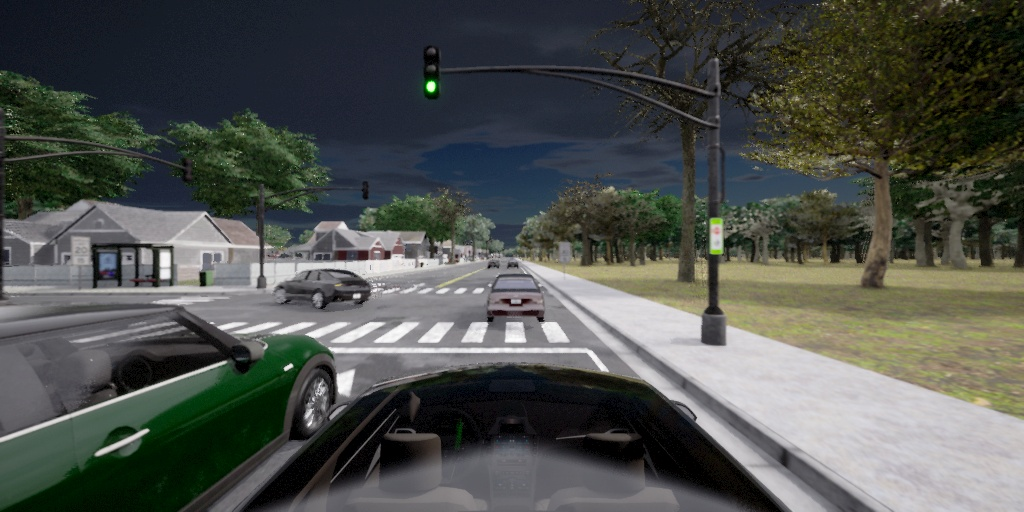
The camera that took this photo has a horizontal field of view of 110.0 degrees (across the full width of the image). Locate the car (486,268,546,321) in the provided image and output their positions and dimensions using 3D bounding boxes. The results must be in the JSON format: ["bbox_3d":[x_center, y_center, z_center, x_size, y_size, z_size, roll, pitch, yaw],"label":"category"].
[{"bbox_3d":[0.112,1.322,12.553,2.033,1.411,5.357,0,0,0],"label":"car"}]

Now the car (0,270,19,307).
[{"bbox_3d":[-22.930,1.315,13.990,4.892,1.490,1.837,0,0,0],"label":"car"}]

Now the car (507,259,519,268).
[{"bbox_3d":[0.165,1.337,59.455,1.882,1.535,5.008,0,0,0],"label":"car"}]

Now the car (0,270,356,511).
[{"bbox_3d":[-3.167,1.104,2.538,2.097,1.767,4.553,0,0,0],"label":"car"}]

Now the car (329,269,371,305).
[{"bbox_3d":[-7.992,1.292,15.023,4.892,1.490,1.837,0,-3,32],"label":"car"}]

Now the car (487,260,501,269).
[{"bbox_3d":[-3.085,1.365,59.476,1.837,1.490,4.892,0,0,0],"label":"car"}]
